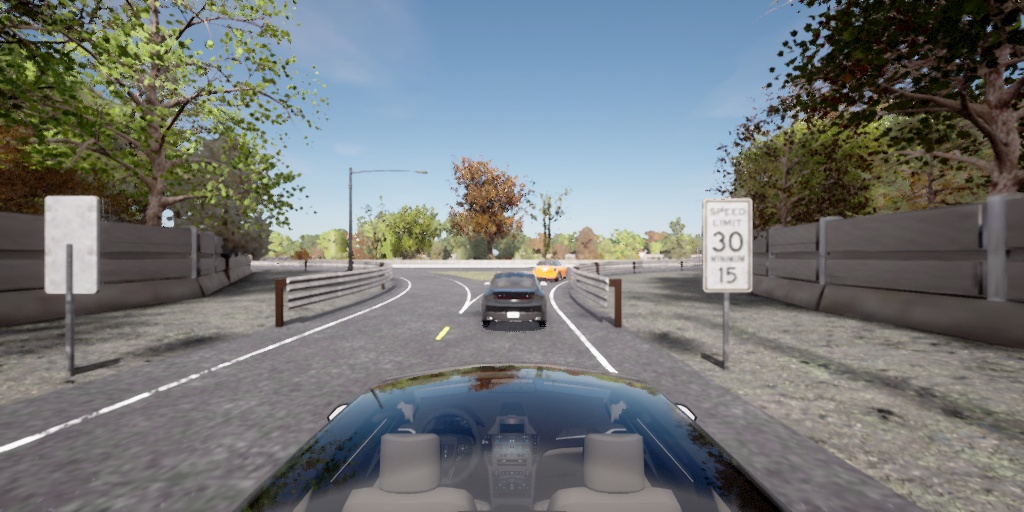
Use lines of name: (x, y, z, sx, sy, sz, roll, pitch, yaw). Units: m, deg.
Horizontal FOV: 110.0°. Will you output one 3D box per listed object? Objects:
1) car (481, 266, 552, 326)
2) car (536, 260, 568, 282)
car: (0.103, 1.257, 11.685, 1.837, 1.490, 4.892, 0, 1, 2)
car: (3.245, 1.100, 29.500, 2.097, 1.767, 4.553, 0, 0, 20)
